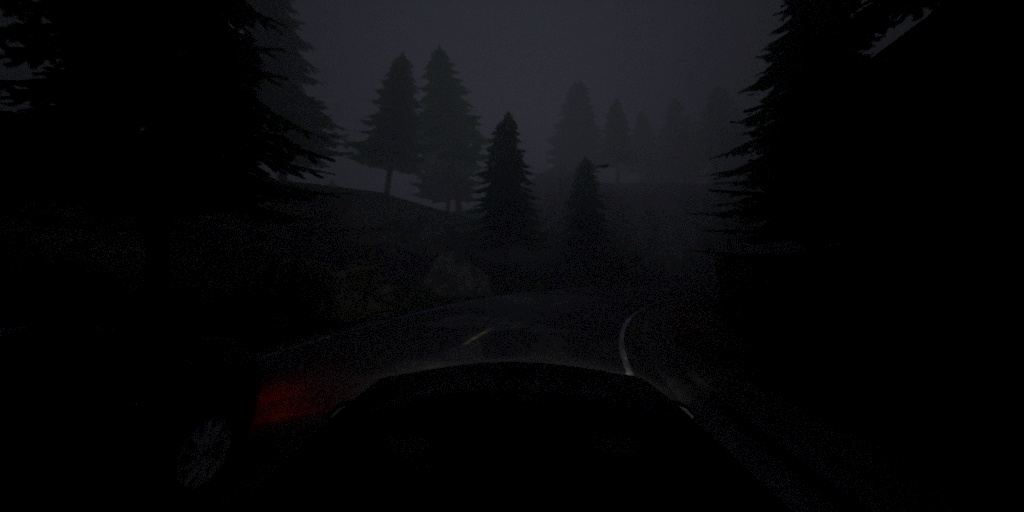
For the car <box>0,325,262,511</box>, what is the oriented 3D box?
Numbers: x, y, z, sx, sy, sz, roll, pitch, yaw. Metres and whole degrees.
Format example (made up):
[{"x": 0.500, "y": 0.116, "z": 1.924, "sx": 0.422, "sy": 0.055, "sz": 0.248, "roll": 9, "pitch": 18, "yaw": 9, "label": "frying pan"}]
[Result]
[{"x": -3.464, "y": 1.226, "z": 1.620, "sx": 1.837, "sy": 1.490, "sz": 4.892, "roll": 0, "pitch": -1, "yaw": 1, "label": "car"}]
